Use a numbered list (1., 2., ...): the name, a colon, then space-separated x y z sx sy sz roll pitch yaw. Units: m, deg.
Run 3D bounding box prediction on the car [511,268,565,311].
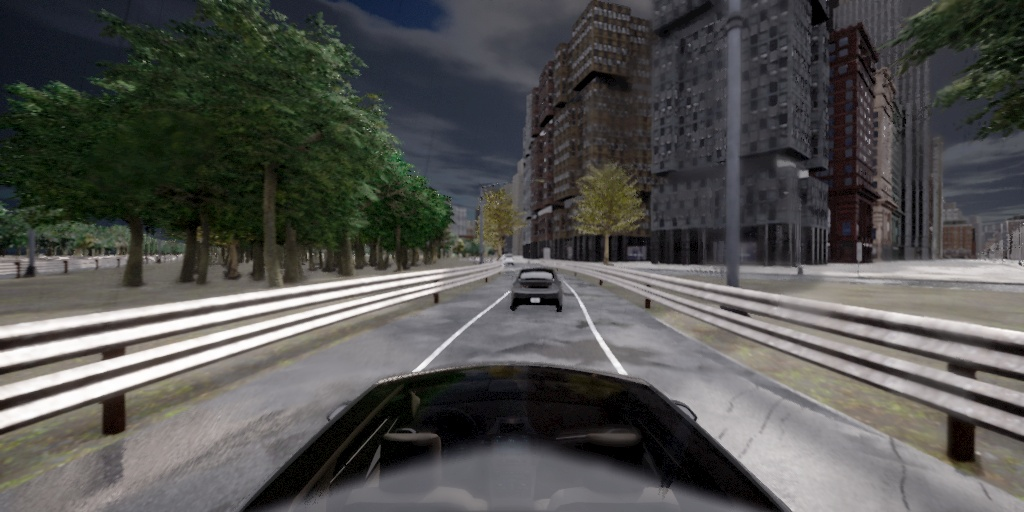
1. car: 1.033 1.219 14.332 1.837 1.490 4.892 0 0 6
